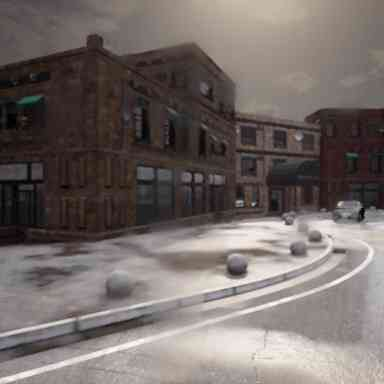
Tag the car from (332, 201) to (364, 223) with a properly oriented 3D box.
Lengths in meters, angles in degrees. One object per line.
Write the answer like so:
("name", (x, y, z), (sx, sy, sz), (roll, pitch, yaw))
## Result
("car", (11.928, 1.441, 25.297), (2.128, 1.511, 4.902), (-1, 0, 32))
